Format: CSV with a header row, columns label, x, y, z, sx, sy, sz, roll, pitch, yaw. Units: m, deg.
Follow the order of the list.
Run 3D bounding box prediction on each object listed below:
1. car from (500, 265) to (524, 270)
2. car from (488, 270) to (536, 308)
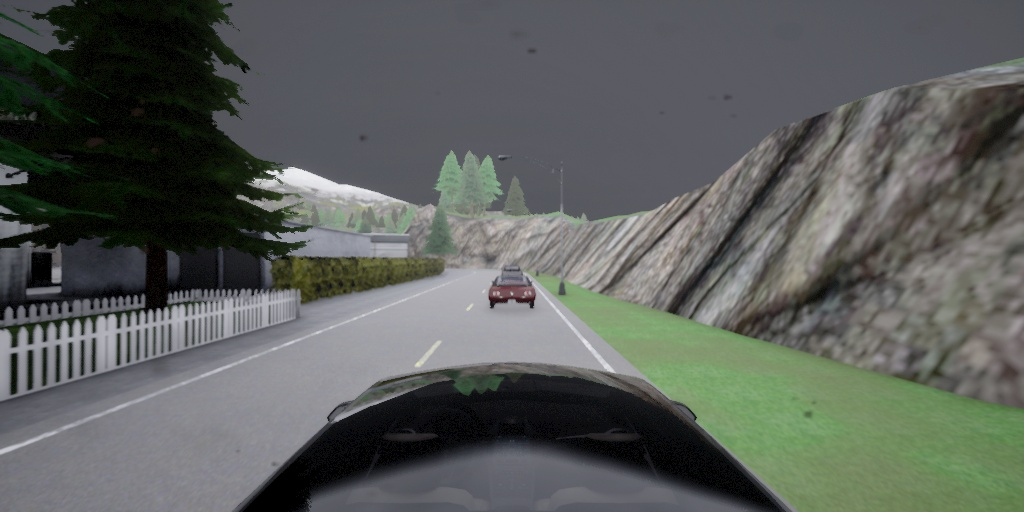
label,x,y,z,sx,sy,sz,roll,pitch,yaw
car,0.009,1.513,31.127,2.128,1.511,4.902,0,0,0
car,0.005,1.482,15.929,1.895,1.301,4.718,0,0,0
